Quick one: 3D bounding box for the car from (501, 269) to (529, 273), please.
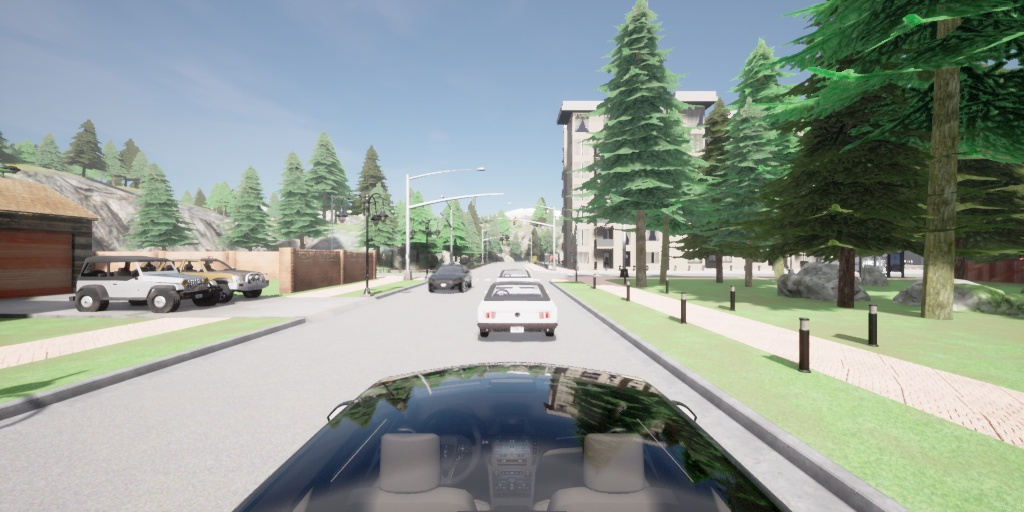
[{"bbox_3d":[0.162,1.351,19.404,1.895,1.301,4.718,0,0,0],"label":"car"}]

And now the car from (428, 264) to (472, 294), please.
[{"bbox_3d":[-3.452,1.228,20.720,1.882,1.535,5.008,0,0,1],"label":"car"}]

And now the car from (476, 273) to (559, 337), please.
[{"bbox_3d":[0.132,1.351,10.236,1.895,1.301,4.718,0,0,0],"label":"car"}]
